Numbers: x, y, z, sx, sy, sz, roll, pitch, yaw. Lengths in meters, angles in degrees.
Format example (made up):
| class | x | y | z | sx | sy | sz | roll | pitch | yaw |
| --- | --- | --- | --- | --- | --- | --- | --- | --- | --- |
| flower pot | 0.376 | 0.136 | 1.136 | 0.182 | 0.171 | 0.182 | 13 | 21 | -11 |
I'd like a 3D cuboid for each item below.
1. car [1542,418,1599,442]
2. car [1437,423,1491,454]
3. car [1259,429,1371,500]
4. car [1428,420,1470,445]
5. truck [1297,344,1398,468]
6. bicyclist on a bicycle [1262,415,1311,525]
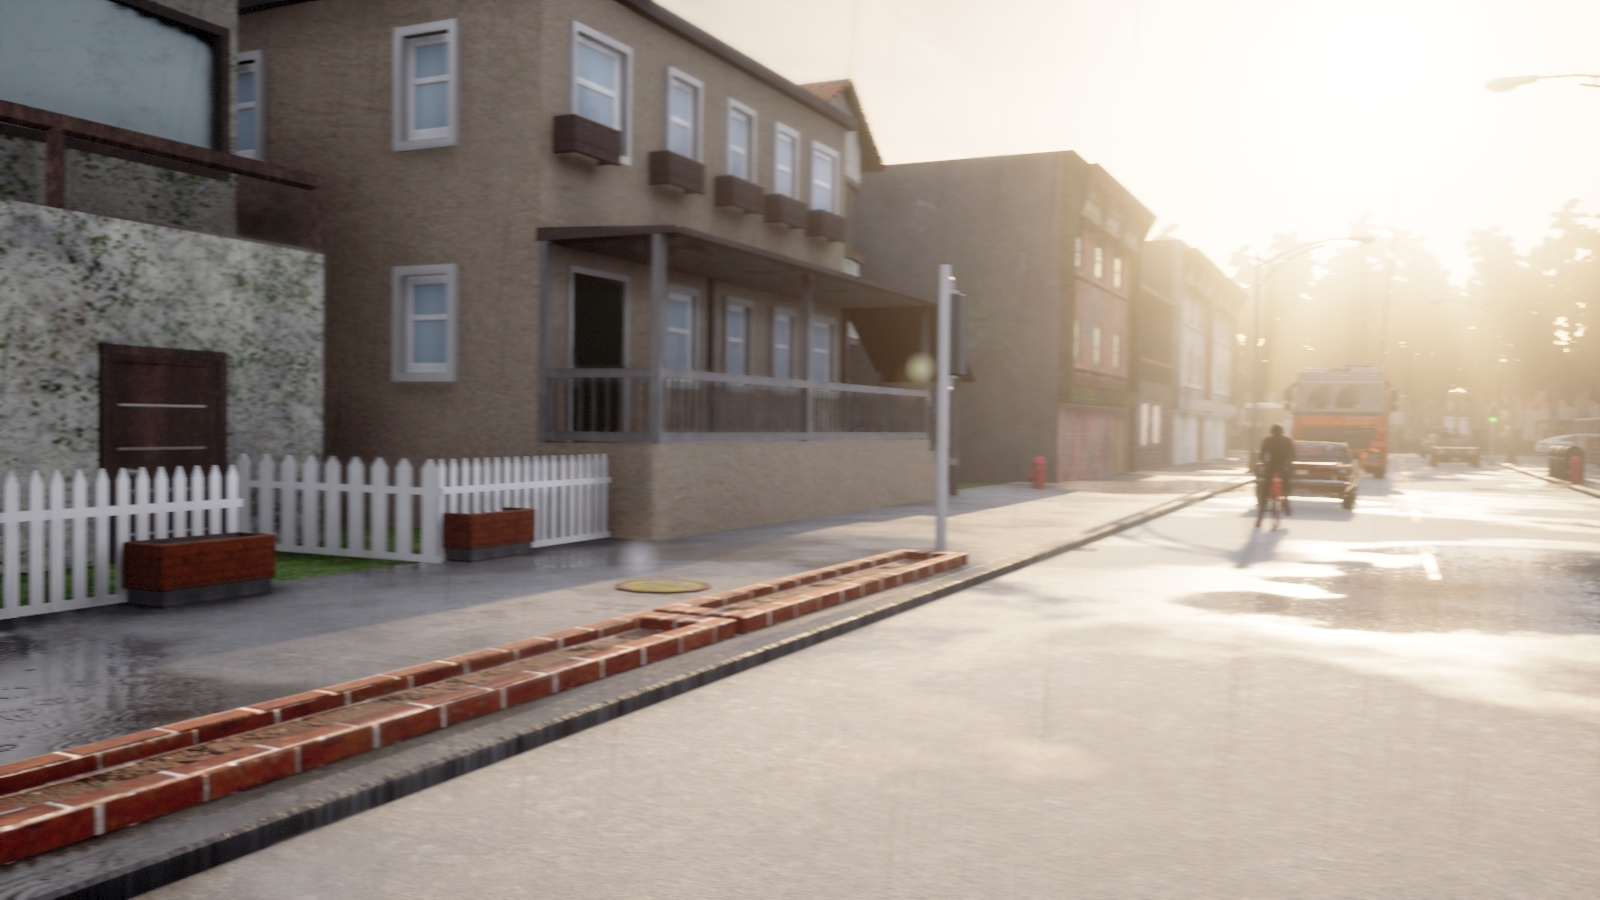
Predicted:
| class | x | y | z | sx | sy | sz | roll | pitch | yaw |
| --- | --- | --- | --- | --- | --- | --- | --- | --- | --- |
| car | 47.847 | -1.211 | 76.122 | 4.674 | 1.442 | 1.812 | 0 | 1 | 21 |
| car | 29.175 | -0.532 | 55.264 | 1.895 | 1.301 | 4.718 | 0 | 1 | 26 |
| car | 10.846 | 0.243 | 26.281 | 1.895 | 1.301 | 4.718 | 0 | 1 | 26 |
| car | 37.513 | -1.012 | 72.676 | 1.994 | 1.385 | 4.181 | 0 | 1 | 25 |
| truck | 19.023 | -1.456 | 43.333 | 2.891 | 3.827 | 8.468 | 0 | 1 | 26 |
| bicyclist on a bicycle | 7.490 | 0.272 | 19.312 | 0.582 | 1.620 | 1.656 | 0 | 2 | 25 |
